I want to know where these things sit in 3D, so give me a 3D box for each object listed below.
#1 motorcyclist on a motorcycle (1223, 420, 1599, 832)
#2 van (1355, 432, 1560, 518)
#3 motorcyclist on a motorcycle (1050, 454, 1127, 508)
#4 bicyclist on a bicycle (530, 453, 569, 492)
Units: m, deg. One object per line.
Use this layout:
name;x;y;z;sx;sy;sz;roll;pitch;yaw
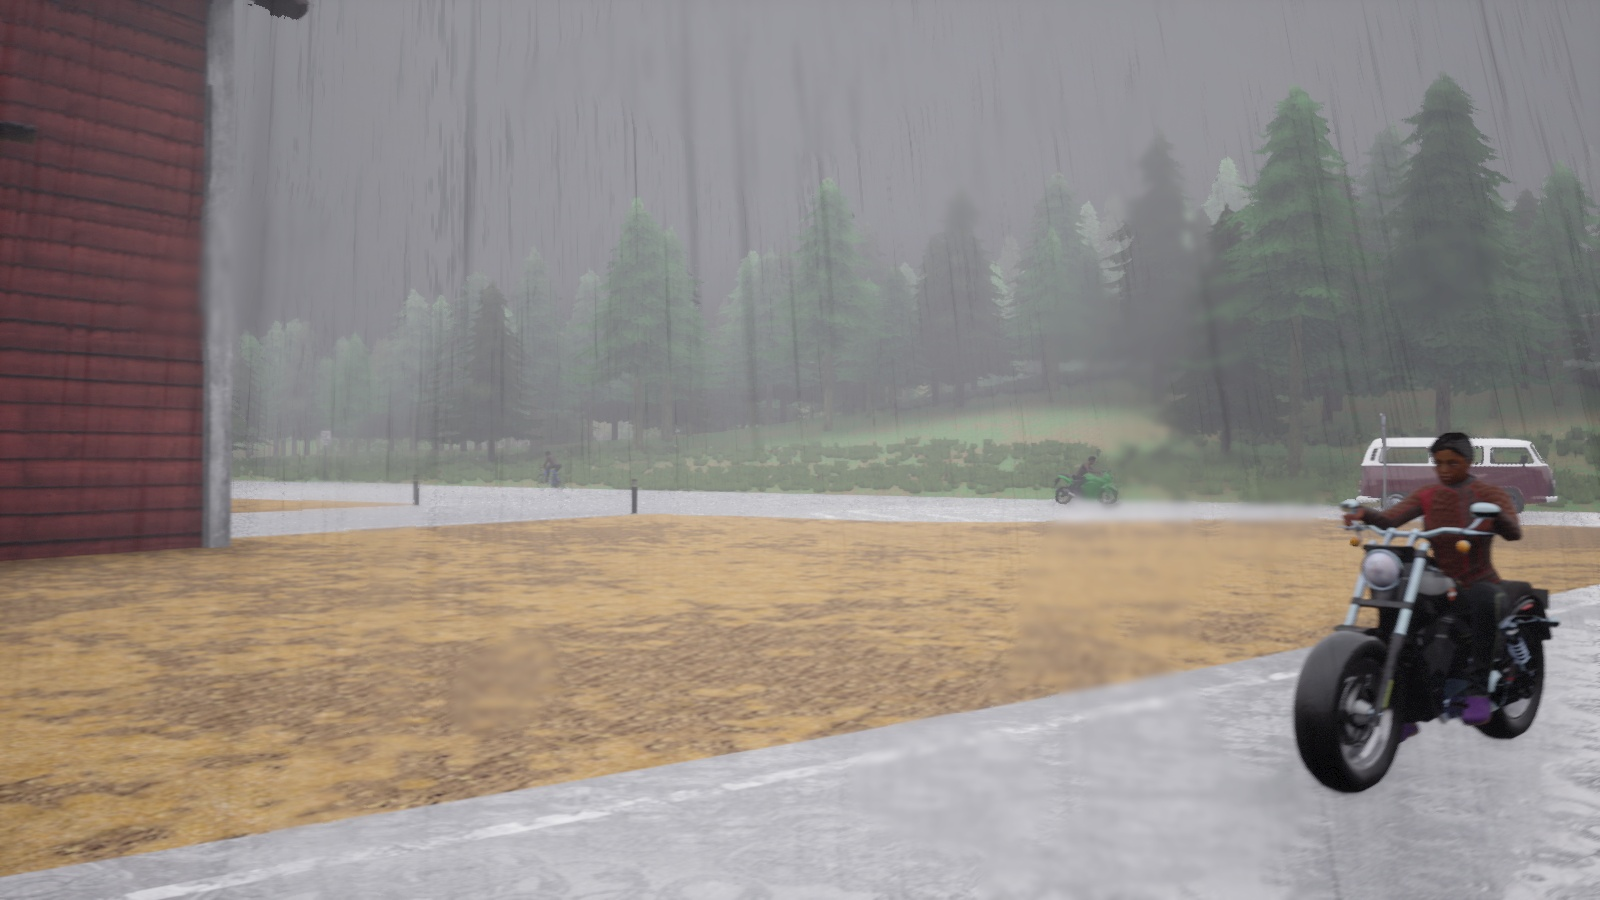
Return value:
motorcyclist on a motorcycle;3.053;0.704;6.080;2.350;1.649;0.766;0;0;-39
van;16.715;0.620;31.978;4.480;2.038;2.069;-1;-1;31
motorcyclist on a motorcycle;8.493;0.891;36.996;2.044;1.523;0.797;1;0;31
bicyclist on a bicycle;-10.505;0.922;52.695;1.656;1.620;0.582;0;0;31
